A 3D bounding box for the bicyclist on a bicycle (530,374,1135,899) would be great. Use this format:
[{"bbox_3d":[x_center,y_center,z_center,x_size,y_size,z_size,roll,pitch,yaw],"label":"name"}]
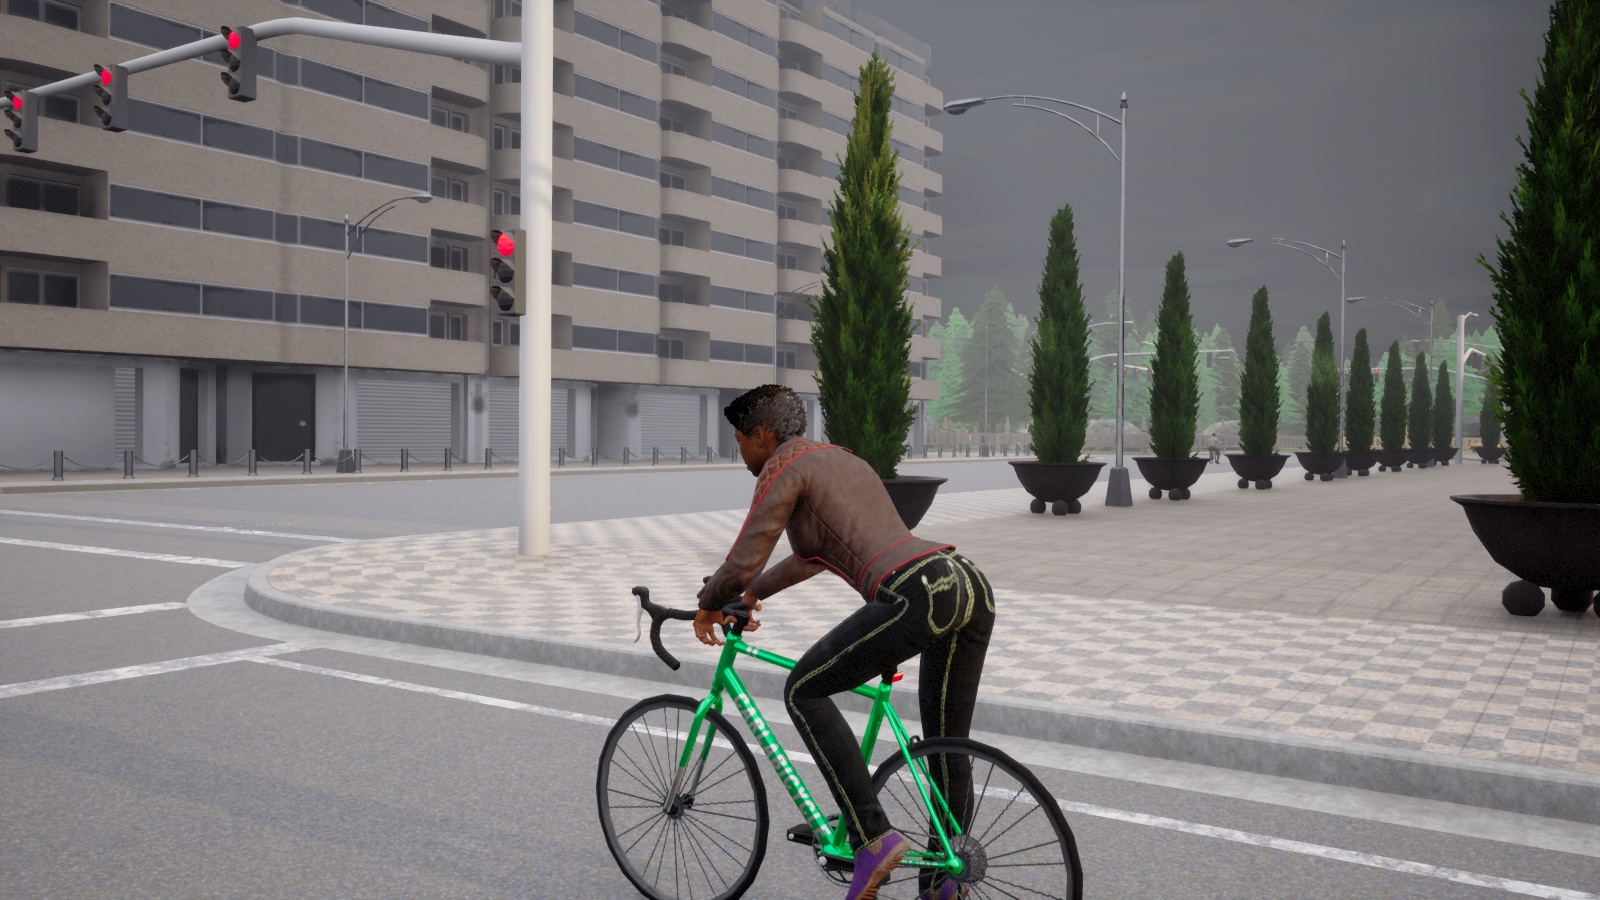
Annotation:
[{"bbox_3d":[0.045,0.635,3.593,1.656,1.620,0.582,0,1,34],"label":"bicyclist on a bicycle"}]
